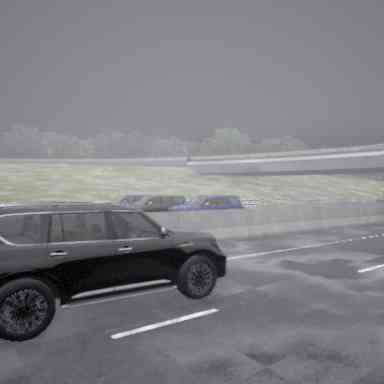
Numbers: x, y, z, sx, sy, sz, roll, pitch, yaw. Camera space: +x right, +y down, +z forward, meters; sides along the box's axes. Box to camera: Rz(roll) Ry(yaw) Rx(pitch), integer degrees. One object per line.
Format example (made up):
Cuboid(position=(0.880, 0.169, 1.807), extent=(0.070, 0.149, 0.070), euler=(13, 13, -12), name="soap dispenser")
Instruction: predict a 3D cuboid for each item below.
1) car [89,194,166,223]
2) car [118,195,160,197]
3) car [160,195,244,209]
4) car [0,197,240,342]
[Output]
Cuboid(position=(-4.997, 1.224, 26.220), extent=(5.566, 2.045, 2.150), euler=(0, 0, -35), name="car")
Cuboid(position=(-2.739, 1.224, 23.531), extent=(5.566, 2.045, 2.150), euler=(0, 0, -35), name="car")
Cuboid(position=(0.988, 1.225, 21.889), extent=(5.566, 2.045, 2.150), euler=(0, 0, -35), name="car")
Cuboid(position=(-1.868, 1.222, 6.713), extent=(5.566, 2.045, 2.150), euler=(0, 0, -35), name="car")
